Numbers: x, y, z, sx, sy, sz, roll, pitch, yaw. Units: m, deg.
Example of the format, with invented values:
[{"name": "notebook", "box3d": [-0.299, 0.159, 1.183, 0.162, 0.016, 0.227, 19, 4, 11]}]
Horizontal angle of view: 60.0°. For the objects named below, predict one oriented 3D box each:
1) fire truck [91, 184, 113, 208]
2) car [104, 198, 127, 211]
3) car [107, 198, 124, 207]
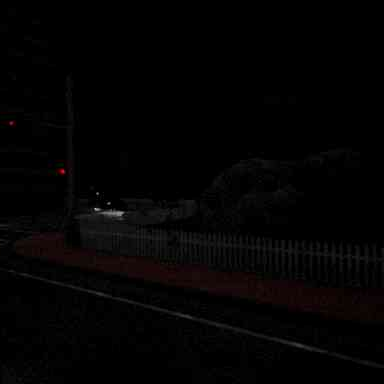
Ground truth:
[{"name": "fire truck", "box3d": [-15.560, 0.695, 56.608, 2.891, 3.827, 8.468, 0, 0, -20]}, {"name": "car", "box3d": [-10.109, 1.859, 44.952, 1.895, 1.301, 4.718, 0, 0, -1]}, {"name": "car", "box3d": [-14.292, 1.859, 62.102, 1.882, 1.535, 5.008, 0, 0, -26]}]
